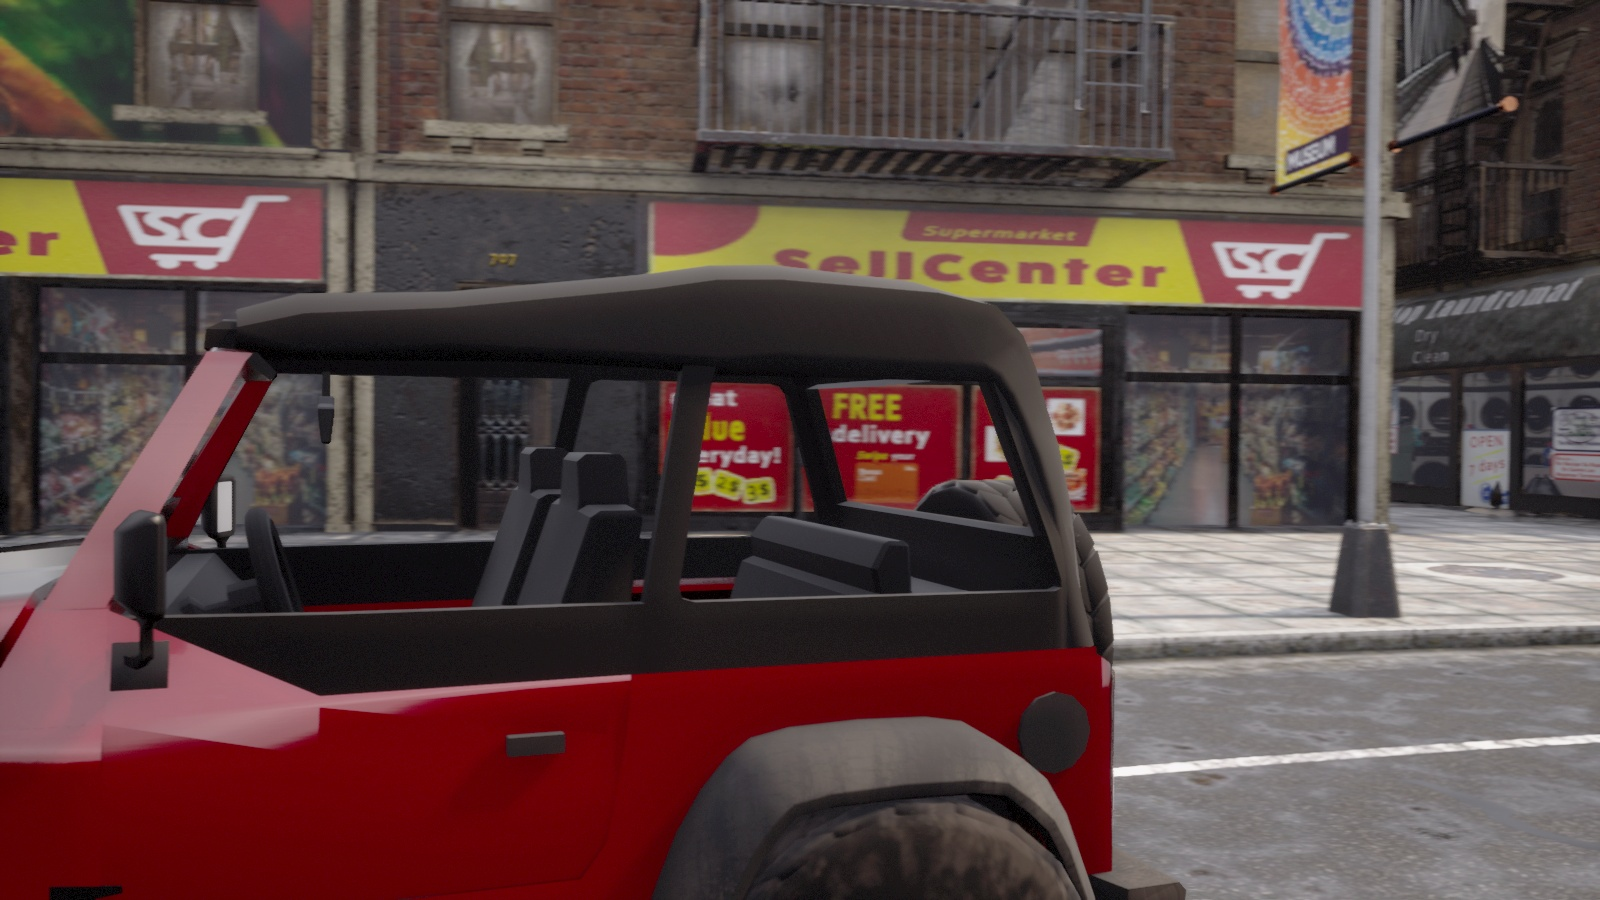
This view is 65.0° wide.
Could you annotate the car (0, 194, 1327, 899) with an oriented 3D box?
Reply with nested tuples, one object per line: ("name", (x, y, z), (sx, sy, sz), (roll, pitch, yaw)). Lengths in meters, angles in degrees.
("car", (-1.032, 0.555, 2.863), (3.866, 1.878, 1.905), (-1, 1, -21))
